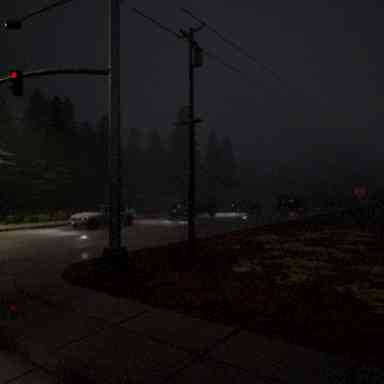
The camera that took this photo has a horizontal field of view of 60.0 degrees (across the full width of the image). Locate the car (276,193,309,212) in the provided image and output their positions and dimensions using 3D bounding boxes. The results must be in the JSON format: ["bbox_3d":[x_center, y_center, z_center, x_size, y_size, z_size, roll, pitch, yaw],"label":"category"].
[{"bbox_3d":[11.745,1.180,38.791,2.150,2.045,5.566,0,0,38],"label":"car"}]

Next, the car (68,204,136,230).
[{"bbox_3d":[-5.653,1.534,21.486,1.812,1.442,4.674,0,0,37],"label":"car"}]

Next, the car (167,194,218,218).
[{"bbox_3d":[0.189,1.210,29.379,2.150,2.045,5.566,0,0,37],"label":"car"}]

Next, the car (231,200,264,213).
[{"bbox_3d":[6.273,1.569,37.560,1.895,1.301,4.718,0,0,37],"label":"car"}]
